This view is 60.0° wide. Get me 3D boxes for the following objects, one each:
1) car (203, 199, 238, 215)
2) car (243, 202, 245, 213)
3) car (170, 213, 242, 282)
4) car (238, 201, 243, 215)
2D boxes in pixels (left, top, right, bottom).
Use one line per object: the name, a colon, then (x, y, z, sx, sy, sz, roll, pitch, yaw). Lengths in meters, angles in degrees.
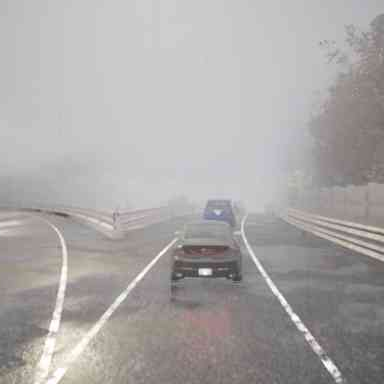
car: (2.117, 1.506, 24.675, 2.150, 2.045, 5.566, 0, 0, 9)
car: (6.850, 2.588, 51.632, 1.895, 1.301, 4.718, 0, -3, 11)
car: (0.463, 1.622, 10.150, 1.837, 1.490, 4.892, 0, 0, 4)
car: (5.140, 2.131, 42.398, 1.812, 1.442, 4.674, 0, -2, 10)
